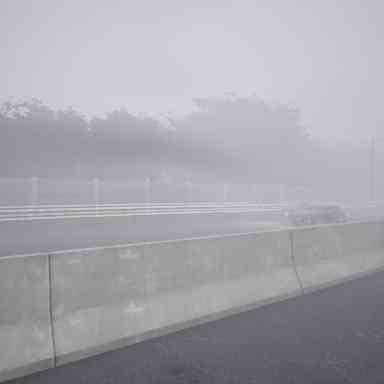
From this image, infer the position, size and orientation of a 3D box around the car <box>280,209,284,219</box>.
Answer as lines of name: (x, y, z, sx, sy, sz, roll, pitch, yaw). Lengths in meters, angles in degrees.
car: (9.591, 1.645, 28.460, 4.902, 1.511, 2.128, 1, 0, -37)

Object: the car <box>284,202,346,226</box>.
car: (9.042, 1.622, 23.677, 4.892, 1.490, 1.837, 1, 0, -37)
